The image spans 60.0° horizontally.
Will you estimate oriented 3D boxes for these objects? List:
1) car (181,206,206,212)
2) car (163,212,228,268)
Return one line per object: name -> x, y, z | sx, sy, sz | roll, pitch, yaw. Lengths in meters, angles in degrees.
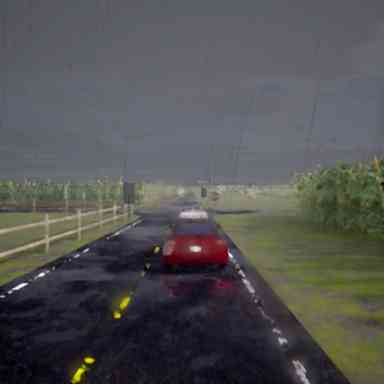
car -> 0.104, 1.652, 24.311 | 1.895, 1.301, 4.718 | 0, 0, 0
car -> 0.101, 1.591, 11.414 | 1.994, 1.385, 4.181 | 0, 0, 0
